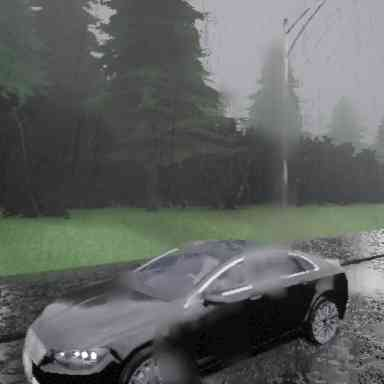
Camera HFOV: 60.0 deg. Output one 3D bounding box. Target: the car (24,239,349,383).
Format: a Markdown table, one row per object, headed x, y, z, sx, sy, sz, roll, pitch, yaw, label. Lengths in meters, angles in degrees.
| x | y | z | sx | sy | sz | roll | pitch | yaw | label |
| --- | --- | --- | --- | --- | --- | --- | --- | --- | --- |
| 0.318 | 1.509 | 4.828 | 4.902 | 1.511 | 2.128 | 0 | 0 | -35 | car |
